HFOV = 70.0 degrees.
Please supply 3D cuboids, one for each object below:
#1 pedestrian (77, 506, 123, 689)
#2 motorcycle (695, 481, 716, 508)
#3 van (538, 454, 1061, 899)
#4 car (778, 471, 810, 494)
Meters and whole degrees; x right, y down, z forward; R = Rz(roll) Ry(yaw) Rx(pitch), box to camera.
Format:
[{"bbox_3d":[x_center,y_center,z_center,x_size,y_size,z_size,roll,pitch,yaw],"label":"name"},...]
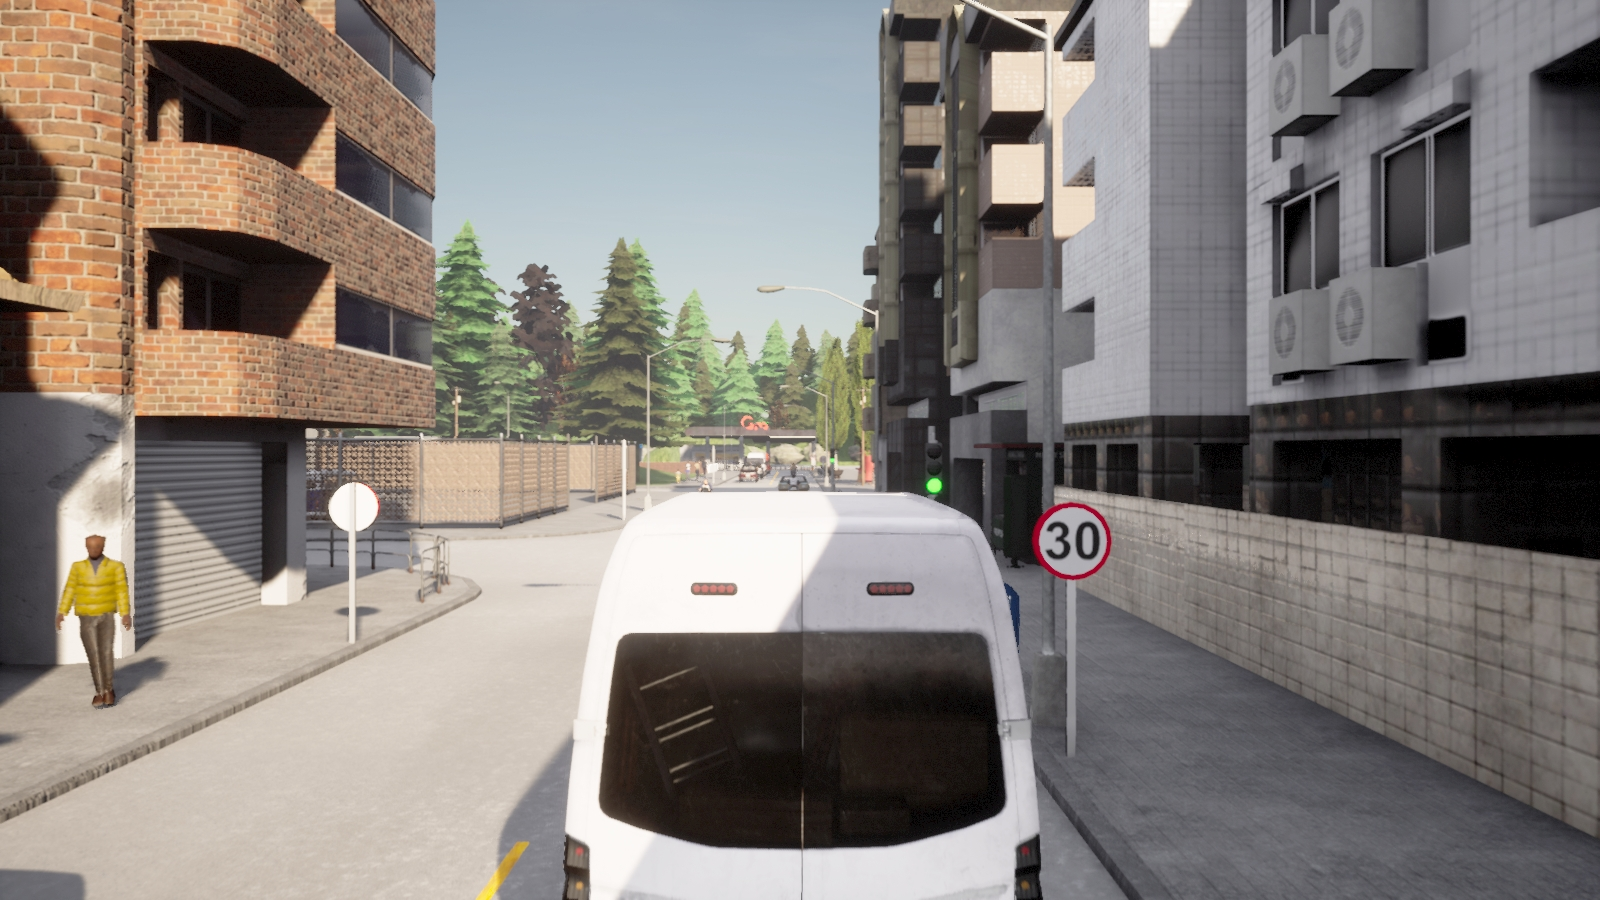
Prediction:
[{"bbox_3d":[-7.335,1.524,11.979,0.375,1.860,0.375,0,0,-25],"label":"pedestrian"},{"bbox_3d":[-4.293,2.026,51.795,0.803,1.145,2.033,0,0,0],"label":"motorcycle"},{"bbox_3d":[-0.015,1.321,7.303,1.988,2.561,5.915,0,0,0],"label":"van"},{"bbox_3d":[-0.360,1.980,70.314,1.895,1.301,4.718,0,0,0],"label":"car"}]
